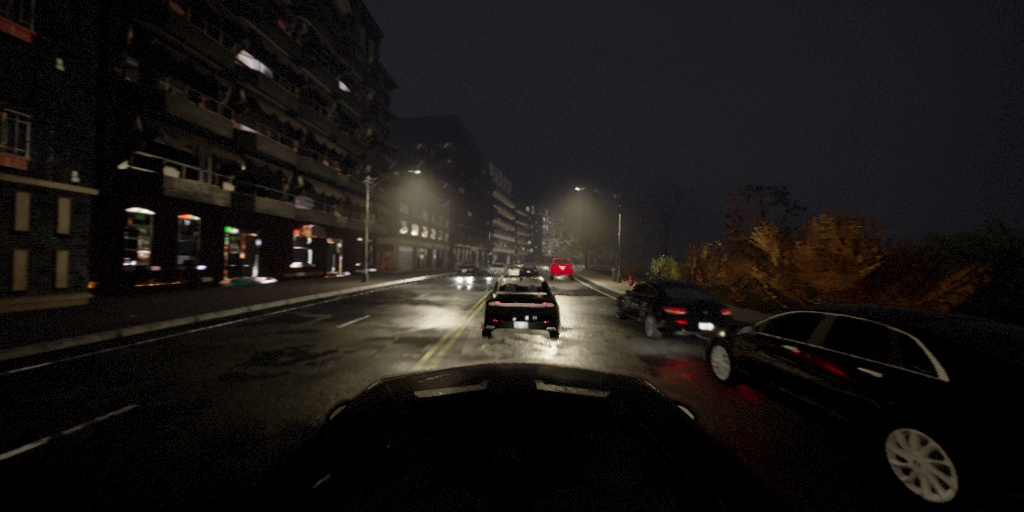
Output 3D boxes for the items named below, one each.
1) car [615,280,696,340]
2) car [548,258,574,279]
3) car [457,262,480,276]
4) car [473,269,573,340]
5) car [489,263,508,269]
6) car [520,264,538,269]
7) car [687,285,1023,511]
[{"bbox_3d":[4.360,1.401,10.251,1.812,1.442,4.674,1,0,1],"label":"car"},{"bbox_3d":[4.795,1.255,35.022,2.150,2.045,5.566,1,-1,5],"label":"car"},{"bbox_3d":[-4.726,1.391,39.538,2.128,1.511,4.902,1,-1,6],"label":"car"},{"bbox_3d":[0.254,1.290,10.159,2.128,1.511,4.902,1,0,1],"label":"car"},{"bbox_3d":[-1.507,1.479,39.188,1.812,1.442,4.674,1,0,5],"label":"car"},{"bbox_3d":[1.817,1.567,37.959,1.994,1.385,4.181,1,0,5],"label":"car"},{"bbox_3d":[4.261,1.347,4.334,1.837,1.490,4.892,1,0,1],"label":"car"}]
